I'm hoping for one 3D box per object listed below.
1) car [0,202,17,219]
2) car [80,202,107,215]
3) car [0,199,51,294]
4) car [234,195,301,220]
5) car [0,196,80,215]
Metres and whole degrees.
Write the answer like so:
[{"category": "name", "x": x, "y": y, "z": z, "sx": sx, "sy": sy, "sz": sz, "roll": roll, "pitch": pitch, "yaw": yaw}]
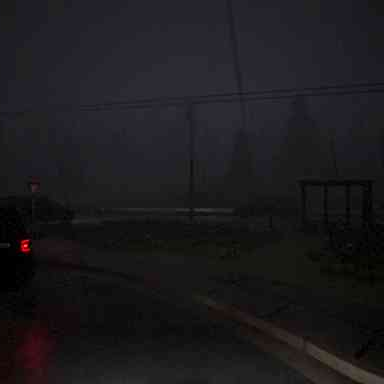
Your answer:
[{"category": "car", "x": -17.997, "y": 1.666, "z": 29.933, "sx": 4.181, "sy": 1.385, "sz": 1.994, "roll": 0, "pitch": 0, "yaw": 30}, {"category": "car", "x": -10.554, "y": 1.665, "z": 32.711, "sx": 4.181, "sy": 1.385, "sz": 1.994, "roll": 0, "pitch": 0, "yaw": 14}, {"category": "car", "x": -5.902, "y": 1.251, "z": 7.591, "sx": 5.566, "sy": 2.045, "sz": 2.150, "roll": 0, "pitch": 0, "yaw": 34}, {"category": "car", "x": 6.379, "y": 1.294, "z": 28.395, "sx": 5.566, "sy": 2.045, "sz": 2.150, "roll": 0, "pitch": 0, "yaw": 15}, {"category": "car", "x": -10.682, "y": 1.290, "z": 22.825, "sx": 2.150, "sy": 2.045, "sz": 5.566, "roll": 0, "pitch": -1, "yaw": 22}]
